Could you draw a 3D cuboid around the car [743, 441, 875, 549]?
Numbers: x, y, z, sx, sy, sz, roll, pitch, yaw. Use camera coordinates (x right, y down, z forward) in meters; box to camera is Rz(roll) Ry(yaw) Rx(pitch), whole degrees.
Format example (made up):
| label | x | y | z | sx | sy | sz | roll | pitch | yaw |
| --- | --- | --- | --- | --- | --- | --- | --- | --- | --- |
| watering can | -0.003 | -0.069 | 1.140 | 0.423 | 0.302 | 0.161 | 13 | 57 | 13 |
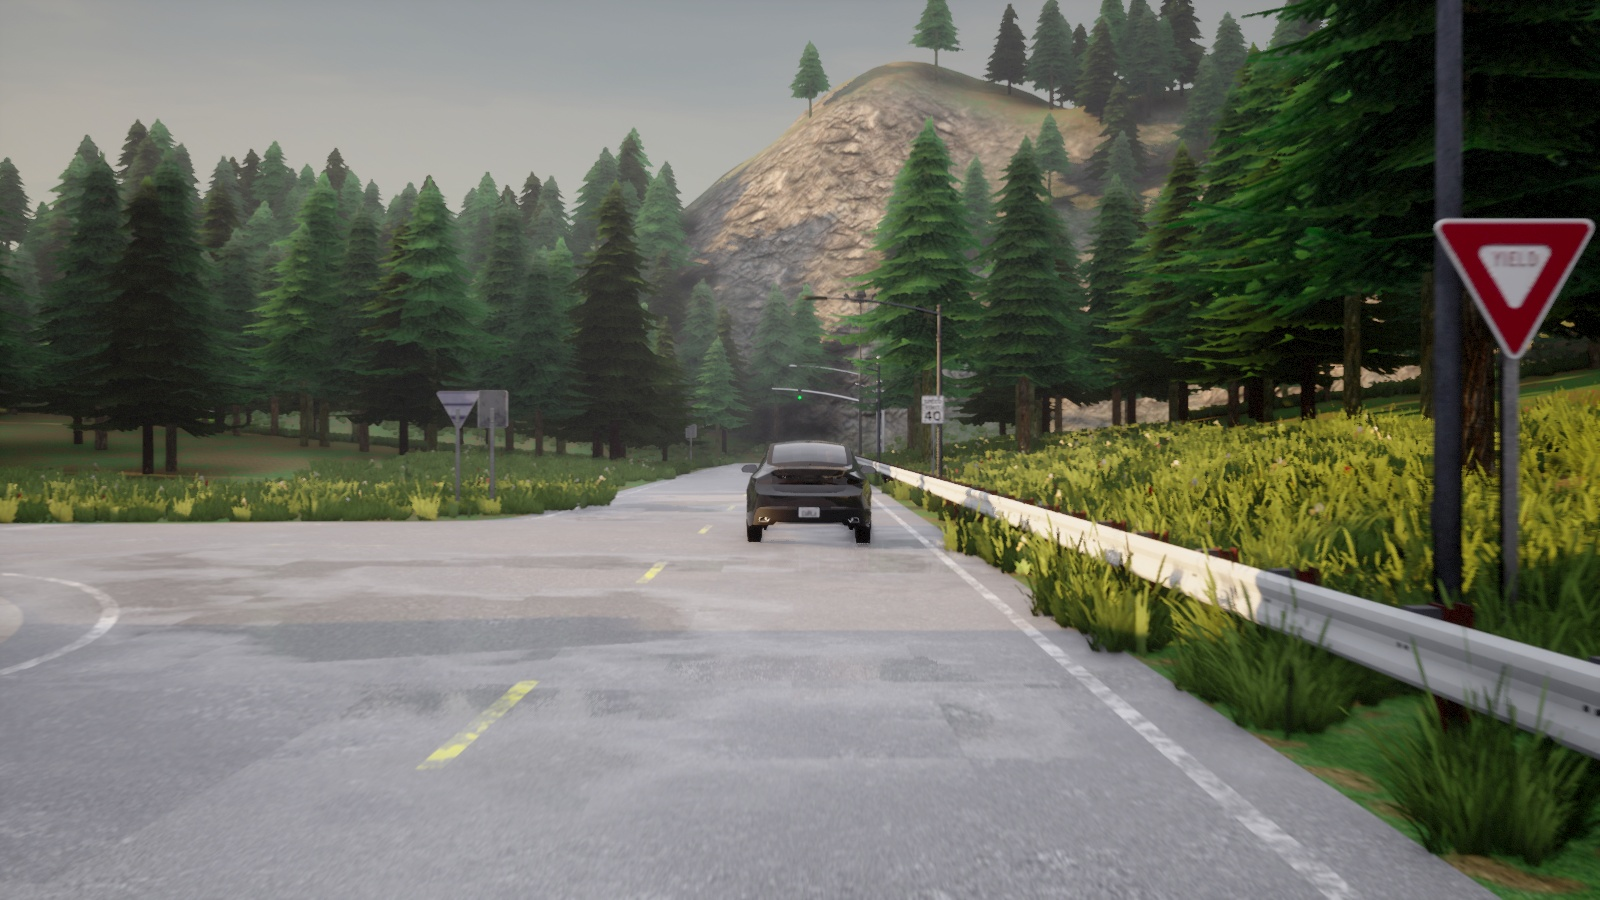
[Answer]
| label | x | y | z | sx | sy | sz | roll | pitch | yaw |
| --- | --- | --- | --- | --- | --- | --- | --- | --- | --- |
| car | 0.133 | 0.620 | 20.027 | 1.837 | 1.490 | 4.892 | 1 | 0 | 0 |
